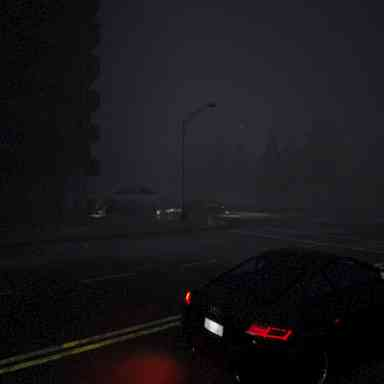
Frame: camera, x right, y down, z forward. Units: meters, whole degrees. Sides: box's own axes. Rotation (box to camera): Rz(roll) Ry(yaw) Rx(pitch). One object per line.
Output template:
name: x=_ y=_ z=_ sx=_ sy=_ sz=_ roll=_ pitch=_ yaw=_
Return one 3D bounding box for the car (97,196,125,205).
car: x=-13.196 y=1.422 z=54.346 sx=5.008 sy=1.535 sz=1.882 roll=0 pitch=0 yaw=26

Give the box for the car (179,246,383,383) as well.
car: x=1.890 y=1.564 z=5.098 sx=4.181 sy=1.385 sz=1.994 roll=0 pitch=0 yaw=-35

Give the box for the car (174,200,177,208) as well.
car: x=-3.571 y=1.448 z=46.279 sx=1.837 sy=1.490 sz=4.892 roll=0 pitch=0 yaw=-40

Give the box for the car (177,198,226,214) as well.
car: x=0.902 y=1.422 z=34.536 sx=1.882 sy=1.535 sz=5.008 roll=0 pitch=0 yaw=-36

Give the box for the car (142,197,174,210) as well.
car: x=-4.679 y=1.470 z=42.127 sx=1.812 sy=1.442 sz=4.674 roll=0 pitch=0 yaw=-38
